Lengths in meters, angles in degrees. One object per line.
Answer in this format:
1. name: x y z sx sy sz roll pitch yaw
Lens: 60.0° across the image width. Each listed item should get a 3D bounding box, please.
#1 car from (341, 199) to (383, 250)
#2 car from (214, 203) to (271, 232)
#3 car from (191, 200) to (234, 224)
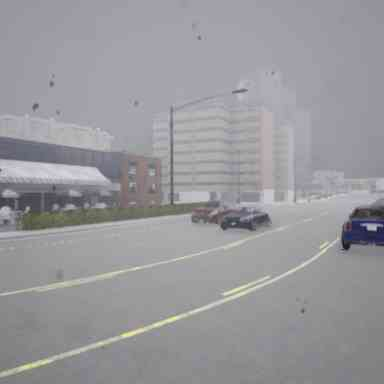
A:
1. car: 7.611 1.324 13.756 2.097 1.767 4.553 -1 0 33
2. car: 3.347 1.586 20.332 1.994 1.385 4.181 -1 0 32
3. car: 1.814 1.396 24.520 2.097 1.767 4.553 -1 0 32
